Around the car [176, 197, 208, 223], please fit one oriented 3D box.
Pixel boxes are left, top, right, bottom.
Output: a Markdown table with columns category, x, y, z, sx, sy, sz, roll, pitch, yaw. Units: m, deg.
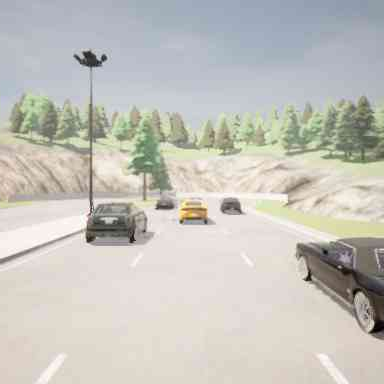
| category | x | y | z | sx | sy | sz | roll | pitch | yaw |
| --- | --- | --- | --- | --- | --- | --- | --- | --- | --- |
| car | 0.105 | 1.281 | 23.828 | 1.882 | 1.535 | 5.008 | 0 | 1 | 0 |

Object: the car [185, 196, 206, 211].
| category | x | y | z | sx | sy | sz | roll | pitch | yaw |
| --- | --- | --- | --- | --- | --- | --- | --- | --- | --- |
| car | 0.478 | 1.247 | 36.525 | 2.033 | 1.411 | 5.357 | 0 | 1 | 4 |

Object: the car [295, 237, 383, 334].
| category | x | y | z | sx | sy | sz | roll | pitch | yaw |
| --- | --- | --- | --- | --- | --- | --- | --- | --- | --- |
| car | 3.602 | 1.546 | 6.586 | 1.895 | 1.301 | 4.718 | 0 | 0 | 0 |

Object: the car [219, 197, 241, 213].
| category | x | y | z | sx | sy | sz | roll | pitch | yaw |
| --- | --- | --- | --- | --- | --- | --- | --- | --- | --- |
| car | 3.752 | 1.236 | 32.706 | 1.837 | 1.490 | 4.892 | 0 | 0 | 2 |

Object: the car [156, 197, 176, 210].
| category | x | y | z | sx | sy | sz | roll | pitch | yaw |
| --- | --- | --- | --- | --- | --- | --- | --- | --- | --- |
| car | -2.828 | 1.249 | 38.336 | 1.994 | 1.385 | 4.181 | 0 | 0 | 6 |

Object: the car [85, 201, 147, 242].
| category | x | y | z | sx | sy | sz | roll | pitch | yaw |
| --- | --- | --- | --- | --- | --- | --- | --- | --- | --- |
| car | -3.397 | 1.222 | 15.731 | 2.097 | 1.767 | 4.553 | 0 | 0 | 0 |
